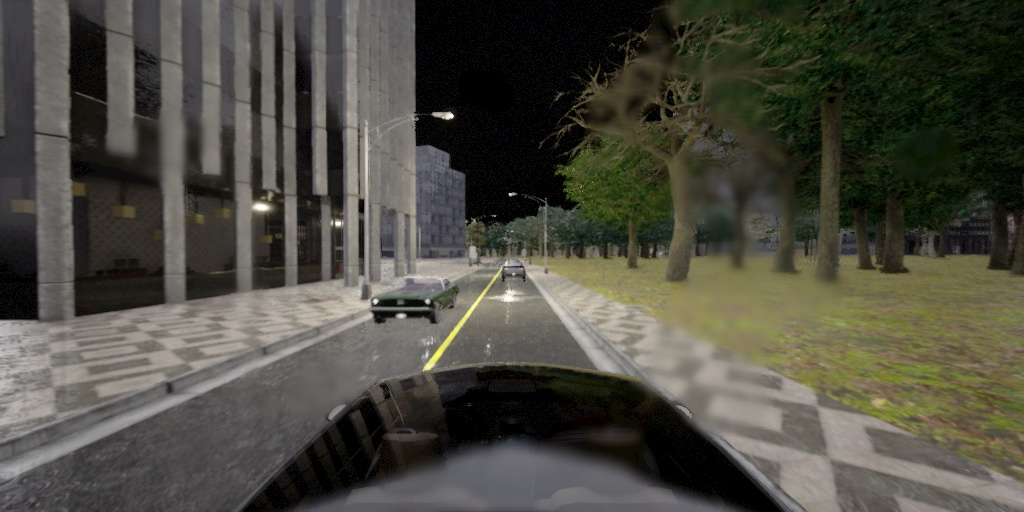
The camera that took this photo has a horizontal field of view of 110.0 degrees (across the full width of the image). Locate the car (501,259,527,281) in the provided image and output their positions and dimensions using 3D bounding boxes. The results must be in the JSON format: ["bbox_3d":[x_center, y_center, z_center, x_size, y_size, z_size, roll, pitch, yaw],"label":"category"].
[{"bbox_3d":[0.135,1.140,28.629,2.128,1.511,4.902,0,0,0],"label":"car"}]

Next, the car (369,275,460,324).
[{"bbox_3d":[-3.022,1.329,12.017,1.895,1.301,4.718,0,0,1],"label":"car"}]
